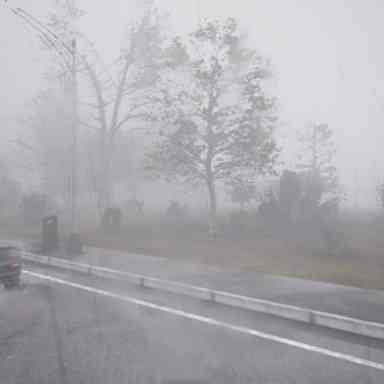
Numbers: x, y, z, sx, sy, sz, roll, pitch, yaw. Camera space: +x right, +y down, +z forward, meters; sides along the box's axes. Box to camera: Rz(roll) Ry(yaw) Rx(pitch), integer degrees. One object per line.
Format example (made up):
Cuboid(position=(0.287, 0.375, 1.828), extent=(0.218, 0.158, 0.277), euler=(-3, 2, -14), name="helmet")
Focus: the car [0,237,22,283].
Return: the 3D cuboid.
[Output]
Cuboid(position=(-6.073, 1.527, 8.329), extent=(4.674, 1.442, 1.812), euler=(0, 0, 36), name="car")
